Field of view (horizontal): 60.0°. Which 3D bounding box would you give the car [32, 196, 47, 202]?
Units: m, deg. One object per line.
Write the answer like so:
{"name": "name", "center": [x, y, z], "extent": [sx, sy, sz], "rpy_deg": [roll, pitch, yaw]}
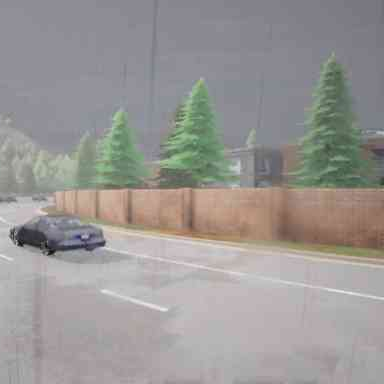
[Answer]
{"name": "car", "center": [-39.678, 1.708, 86.587], "extent": [1.837, 1.490, 4.892], "rpy_deg": [0, 0, 8]}

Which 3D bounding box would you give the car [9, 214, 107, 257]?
{"name": "car", "center": [-5.531, 1.602, 13.368], "extent": [5.357, 1.411, 2.033], "rpy_deg": [0, -1, 44]}

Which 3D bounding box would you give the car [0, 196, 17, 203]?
{"name": "car", "center": [-39.991, 1.629, 72.391], "extent": [2.128, 1.511, 4.902], "rpy_deg": [0, 0, 0]}
